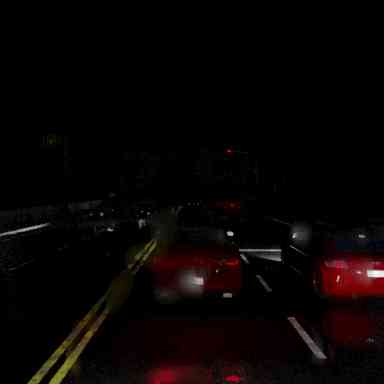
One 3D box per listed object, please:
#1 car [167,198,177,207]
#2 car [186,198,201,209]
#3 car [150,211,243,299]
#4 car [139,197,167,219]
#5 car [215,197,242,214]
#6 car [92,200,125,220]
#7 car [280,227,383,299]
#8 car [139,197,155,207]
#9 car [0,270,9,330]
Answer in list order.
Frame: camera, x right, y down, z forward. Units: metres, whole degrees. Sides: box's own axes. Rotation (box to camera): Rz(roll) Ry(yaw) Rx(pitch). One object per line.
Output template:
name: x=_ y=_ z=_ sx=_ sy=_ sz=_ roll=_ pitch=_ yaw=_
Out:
car: x=-3.392 y=1.566 z=52.020 sx=1.994 sy=1.385 sz=4.181 roll=0 pitch=0 yaw=0
car: x=0.197 y=1.547 z=44.807 sx=2.033 sy=1.411 sz=5.357 roll=0 pitch=0 yaw=0
car: x=0.100 y=1.478 z=8.540 sx=1.882 sy=1.535 sz=5.008 roll=0 pitch=0 yaw=0
car: x=-3.535 y=1.505 z=29.542 sx=1.837 sy=1.490 sz=4.892 roll=0 pitch=0 yaw=0
car: x=3.827 y=1.351 z=35.547 sx=2.097 sy=1.767 sz=4.553 roll=0 pitch=0 yaw=-6
car: x=-7.038 y=1.491 z=28.420 sx=2.128 sy=1.511 sz=4.902 roll=0 pitch=0 yaw=0
car: x=3.639 y=1.564 z=8.491 sx=1.994 sy=1.385 sz=4.181 roll=0 pitch=0 yaw=1
car: x=-6.894 y=1.510 z=51.753 sx=1.837 sy=1.490 sz=4.892 roll=0 pitch=0 yaw=0
car: x=-3.593 y=1.491 z=2.881 sx=2.128 sy=1.511 sz=4.902 roll=0 pitch=0 yaw=0
